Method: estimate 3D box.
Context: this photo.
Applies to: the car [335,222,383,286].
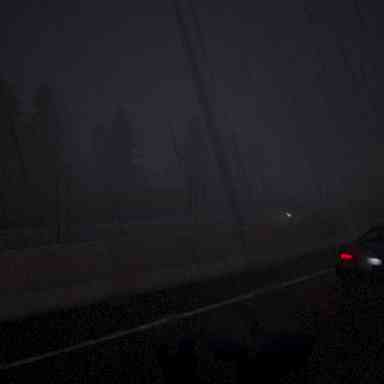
[{"bbox_3d":[5.640,1.455,8.524,5.357,1.411,2.033,-1,0,-42],"label":"car"}]
